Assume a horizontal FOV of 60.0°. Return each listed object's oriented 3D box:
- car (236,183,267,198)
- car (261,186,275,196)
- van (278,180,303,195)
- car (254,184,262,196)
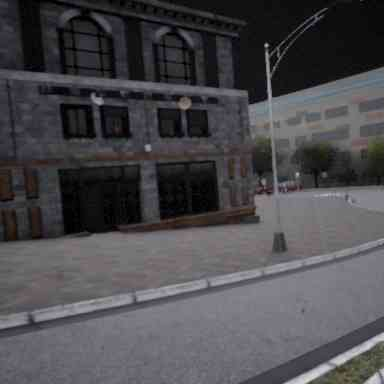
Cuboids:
[{"bbox_3d":[10.783,-0.228,60.308,5.566,2.045,2.435,-7,1,-42],"label":"car"},{"bbox_3d":[14.555,-0.357,56.205,4.792,1.488,2.163,-7,1,-42],"label":"car"},{"bbox_3d":[16.444,-0.790,54.185,4.442,1.987,1.878,-7,1,-42],"label":"van"},{"bbox_3d":[12.649,-0.187,58.293,5.008,1.535,2.097,-7,1,-42],"label":"car"}]
